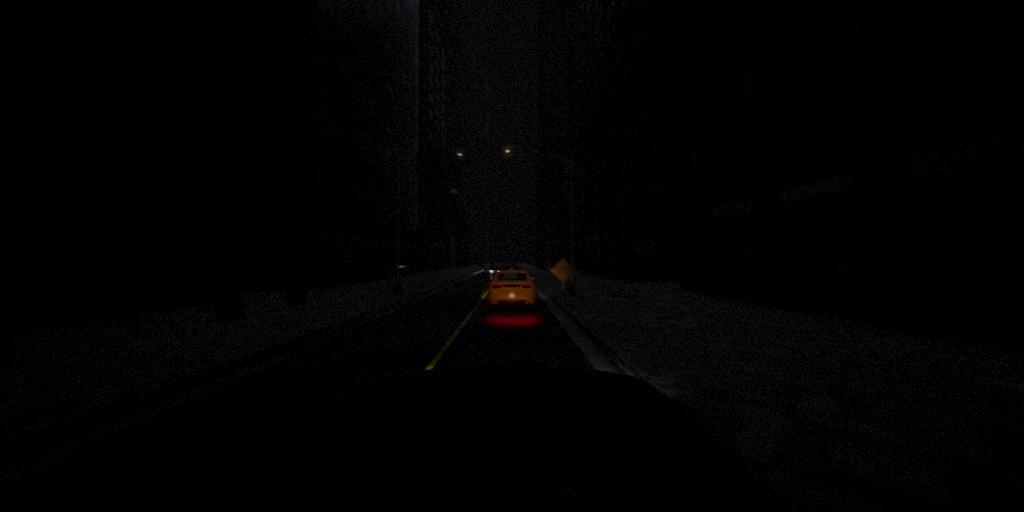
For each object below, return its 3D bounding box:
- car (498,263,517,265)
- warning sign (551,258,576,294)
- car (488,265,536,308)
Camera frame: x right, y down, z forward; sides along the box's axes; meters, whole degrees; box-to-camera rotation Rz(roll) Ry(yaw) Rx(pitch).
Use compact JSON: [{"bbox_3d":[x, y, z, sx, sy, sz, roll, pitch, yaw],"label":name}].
[{"bbox_3d":[0.002,1.564,30.760,1.812,1.442,4.674,0,0,0],"label":"car"},{"bbox_3d":[2.707,1.037,18.978,1.300,1.860,1.060,0,0,0],"label":"warning sign"},{"bbox_3d":[0.015,1.370,16.095,1.882,1.535,5.008,0,0,0],"label":"car"}]
